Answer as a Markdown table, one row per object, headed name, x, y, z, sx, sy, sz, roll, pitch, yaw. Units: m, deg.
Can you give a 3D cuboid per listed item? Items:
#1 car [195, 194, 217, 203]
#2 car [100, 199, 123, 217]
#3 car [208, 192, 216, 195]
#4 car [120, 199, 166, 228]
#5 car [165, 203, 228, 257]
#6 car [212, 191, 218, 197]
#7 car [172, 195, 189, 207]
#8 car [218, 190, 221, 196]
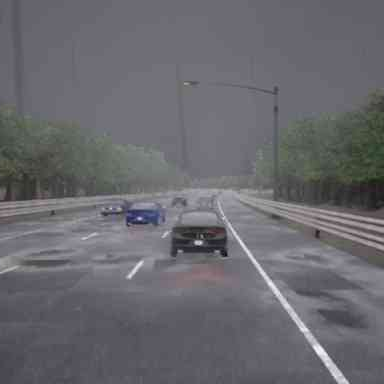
| name | x | y | z | sx | sy | sz | roll | pitch | yaw |
| --- | --- | --- | --- | --- | --- | --- | --- | --- | --- |
| car | 1.284 | 1.282 | 34.564 | 2.033 | 1.411 | 5.357 | 0 | 0 | 3 |
| car | -6.021 | 1.311 | 27.708 | 2.033 | 1.411 | 5.357 | 0 | 0 | 3 |
| car | 2.458 | 1.108 | 52.324 | 1.812 | 1.442 | 4.674 | 0 | 1 | 4 |
| car | -2.805 | 1.308 | 20.979 | 1.882 | 1.535 | 5.008 | 0 | 1 | 2 |
| car | 0.289 | 1.384 | 12.668 | 1.882 | 1.535 | 5.008 | 0 | 0 | 2 |
| car | 4.135 | 0.876 | 72.176 | 1.882 | 1.535 | 5.008 | 0 | 1 | 6 |
| car | -1.544 | 1.145 | 44.150 | 1.837 | 1.490 | 4.892 | 0 | 1 | 4 |
| car | 6.204 | 0.540 | 91.846 | 2.097 | 1.767 | 4.553 | 0 | 1 | 7 |
